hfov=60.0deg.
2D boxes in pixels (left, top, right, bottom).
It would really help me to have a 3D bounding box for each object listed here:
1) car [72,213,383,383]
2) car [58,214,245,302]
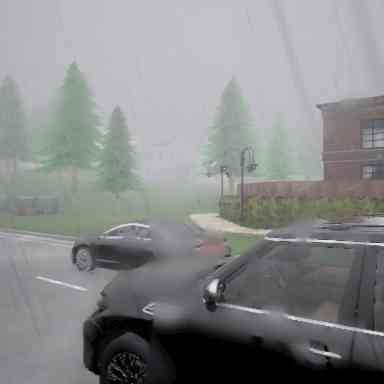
[{"bbox_3d":[1.475,1.221,2.909,5.566,2.045,2.150,0,0,35],"label":"car"},{"bbox_3d":[-1.257,1.490,9.066,4.902,1.511,2.128,0,0,35],"label":"car"}]
